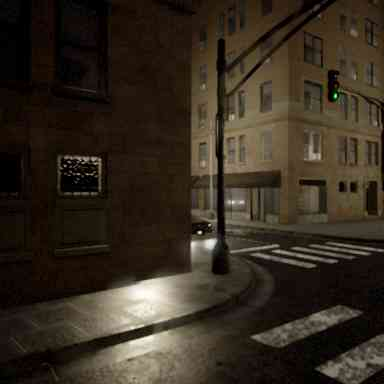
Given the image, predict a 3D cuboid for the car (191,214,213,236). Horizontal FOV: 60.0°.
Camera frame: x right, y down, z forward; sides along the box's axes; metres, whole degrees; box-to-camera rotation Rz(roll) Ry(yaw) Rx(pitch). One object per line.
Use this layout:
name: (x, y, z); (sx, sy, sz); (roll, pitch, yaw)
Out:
car: (-1.177, 1.520, 17.851); (2.033, 1.411, 5.357); (0, 0, -36)
